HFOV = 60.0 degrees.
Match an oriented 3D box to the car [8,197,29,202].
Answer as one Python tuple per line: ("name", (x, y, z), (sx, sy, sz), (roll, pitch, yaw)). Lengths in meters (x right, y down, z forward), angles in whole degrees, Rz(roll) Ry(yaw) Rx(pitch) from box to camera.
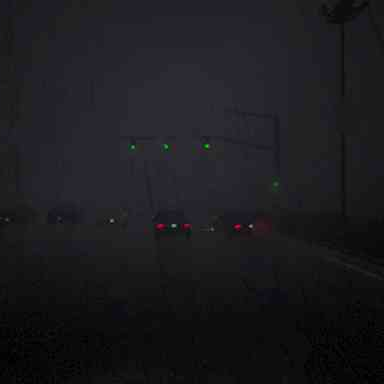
("car", (-29.171, 1.707, 55.999), (4.553, 1.767, 2.097), (0, 0, 35))

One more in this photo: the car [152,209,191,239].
("car", (-1.171, 1.643, 18.083), (2.033, 1.411, 5.357), (0, 0, -7))

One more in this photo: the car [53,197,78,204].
("car", (-27.124, 1.889, 71.365), (5.357, 1.411, 2.033), (0, 0, 28))

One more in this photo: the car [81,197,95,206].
("car", (-20.796, 1.933, 62.716), (4.181, 1.385, 1.994), (0, 0, 39))

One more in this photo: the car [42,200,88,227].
("car", (-9.237, 1.625, 24.559), (1.882, 1.535, 5.008), (0, 0, -9))

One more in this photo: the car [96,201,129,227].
("car", (-5.596, 1.662, 24.021), (1.812, 1.442, 4.674), (0, 0, -9))

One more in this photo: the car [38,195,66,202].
("car", (-24.086, 1.566, 56.312), (5.566, 2.045, 2.150), (0, 0, 42))

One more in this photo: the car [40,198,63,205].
("car", (-28.897, 1.940, 68.347), (4.718, 1.301, 1.895), (0, 0, 28))

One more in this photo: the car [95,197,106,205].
("car", (-18.906, 1.735, 65.714), (4.553, 1.767, 2.097), (0, 0, 39))

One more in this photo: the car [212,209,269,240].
("car", (2.404, 1.633, 17.678), (2.033, 1.411, 5.357), (0, 0, -7))

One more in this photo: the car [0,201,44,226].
("car", (-12.825, 1.683, 24.744), (1.812, 1.442, 4.674), (0, 0, -10))

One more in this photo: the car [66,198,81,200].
("car", (-22.439, 1.958, 59.530), (4.718, 1.301, 1.895), (0, 0, 39))
